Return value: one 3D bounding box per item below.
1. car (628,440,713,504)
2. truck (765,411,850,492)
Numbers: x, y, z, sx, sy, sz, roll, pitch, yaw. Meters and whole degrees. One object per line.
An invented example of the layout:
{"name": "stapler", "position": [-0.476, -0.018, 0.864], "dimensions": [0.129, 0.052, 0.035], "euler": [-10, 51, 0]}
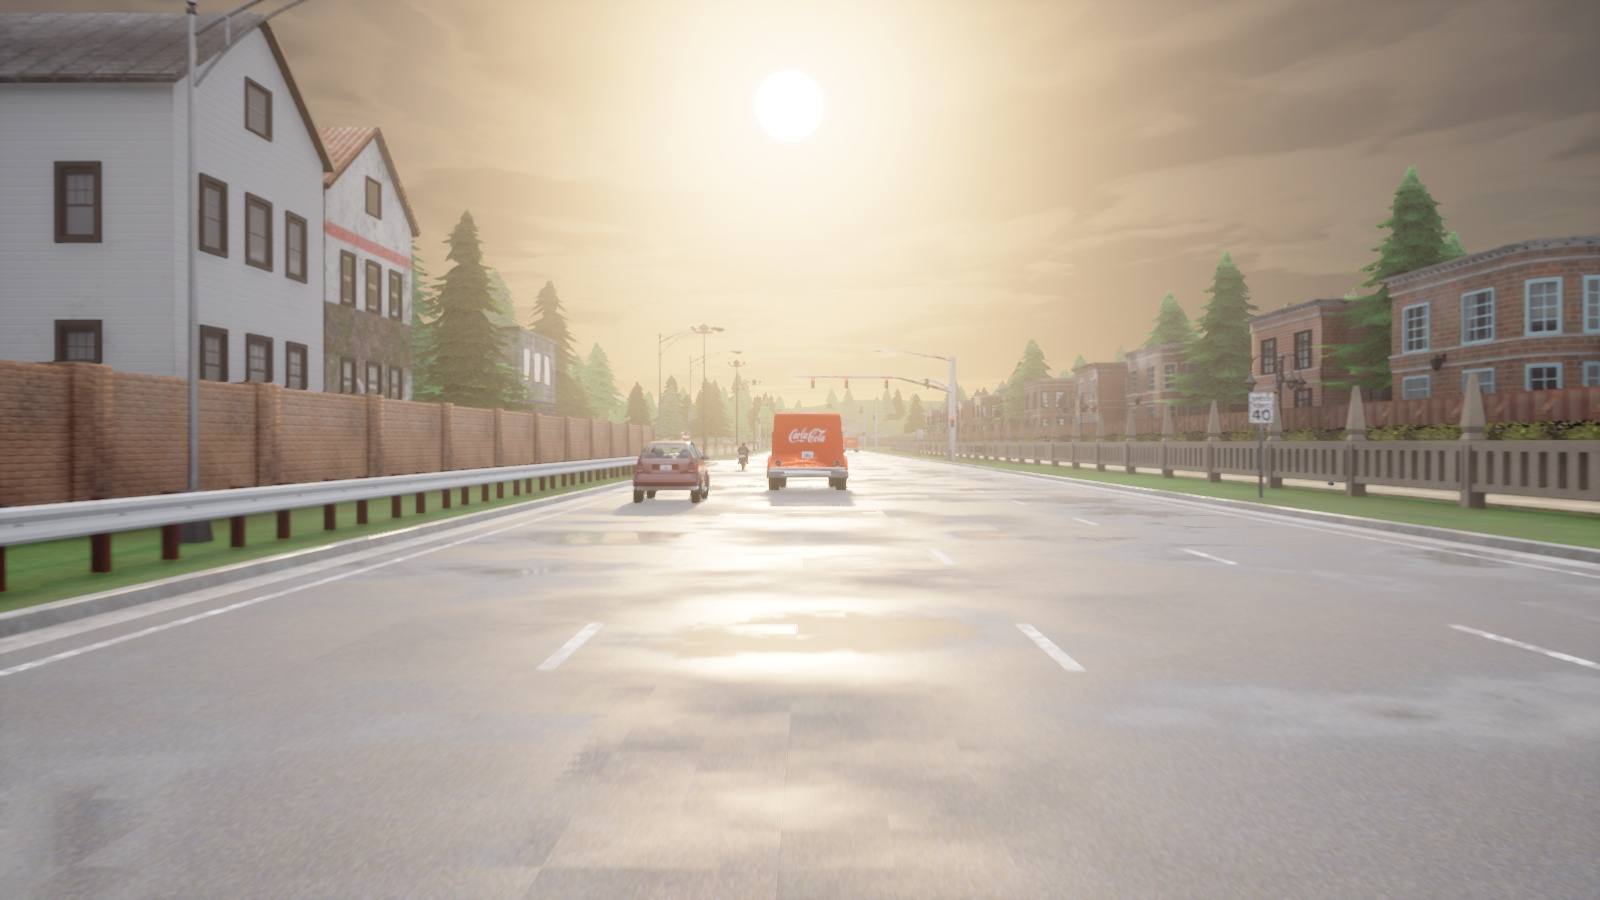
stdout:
{"name": "car", "position": [-3.300, 0.536, 32.547], "dimensions": [1.789, 1.549, 3.705], "euler": [0, 0, 0]}
{"name": "truck", "position": [0.250, 0.030, 41.167], "dimensions": [2.627, 2.467, 5.204], "euler": [0, 0, 0]}
